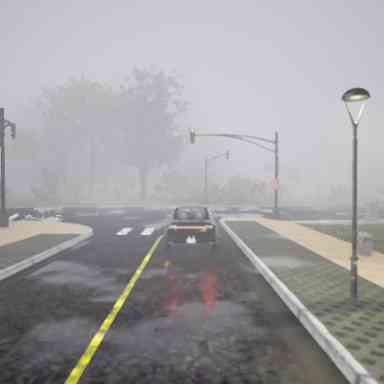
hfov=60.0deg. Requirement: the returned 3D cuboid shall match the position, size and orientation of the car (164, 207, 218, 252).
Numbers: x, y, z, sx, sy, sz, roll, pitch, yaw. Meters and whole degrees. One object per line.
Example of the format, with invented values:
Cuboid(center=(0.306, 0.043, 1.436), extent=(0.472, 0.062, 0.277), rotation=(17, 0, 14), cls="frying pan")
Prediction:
Cuboid(center=(-0.029, 1.308, 12.997), extent=(2.128, 1.511, 4.902), rotation=(0, 1, 0), cls="car")
